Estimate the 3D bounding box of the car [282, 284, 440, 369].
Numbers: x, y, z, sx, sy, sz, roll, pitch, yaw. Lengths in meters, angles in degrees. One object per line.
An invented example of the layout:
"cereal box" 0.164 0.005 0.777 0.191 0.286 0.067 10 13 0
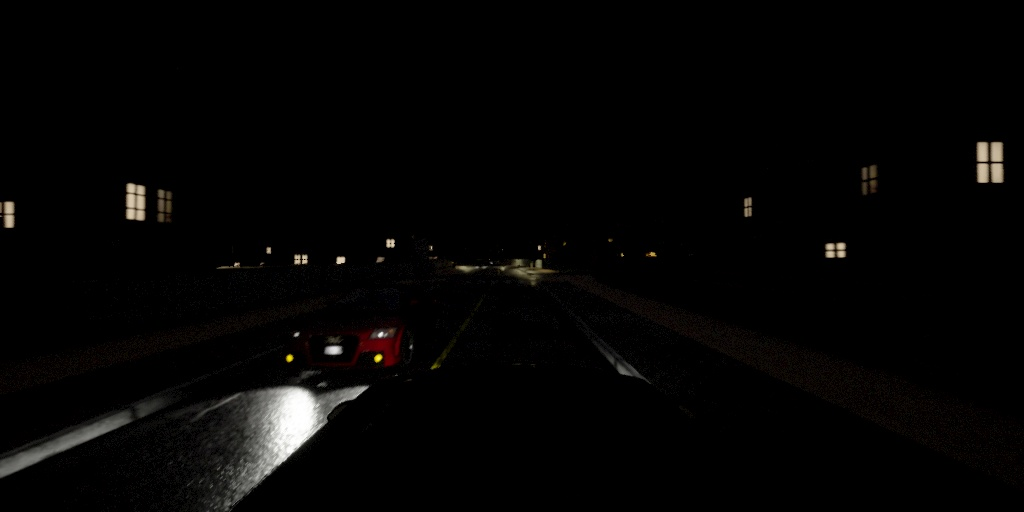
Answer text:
"car" -2.843 1.317 7.700 1.994 1.385 4.181 0 0 0
